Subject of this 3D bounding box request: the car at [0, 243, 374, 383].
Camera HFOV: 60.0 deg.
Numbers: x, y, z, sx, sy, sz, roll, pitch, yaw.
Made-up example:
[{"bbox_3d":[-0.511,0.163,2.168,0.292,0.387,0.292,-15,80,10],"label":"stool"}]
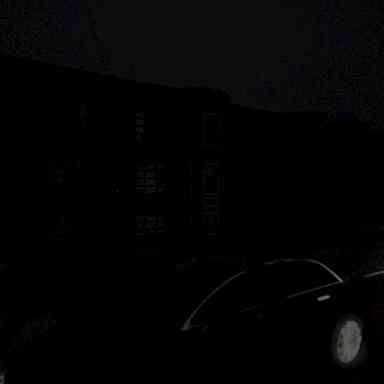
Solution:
[{"bbox_3d":[0.351,1.506,4.253,4.892,1.490,1.837,0,0,-33],"label":"car"}]
